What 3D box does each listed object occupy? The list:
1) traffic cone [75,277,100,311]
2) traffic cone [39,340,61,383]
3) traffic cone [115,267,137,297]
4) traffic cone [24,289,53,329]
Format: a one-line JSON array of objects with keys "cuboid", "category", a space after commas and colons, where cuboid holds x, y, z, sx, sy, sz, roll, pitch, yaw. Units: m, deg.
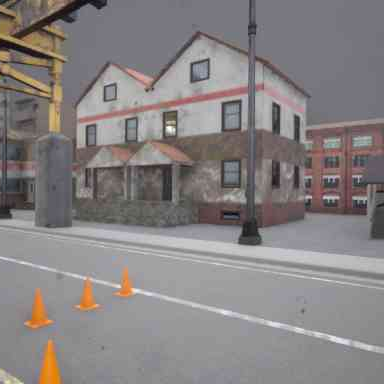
[{"cuboid": [-2.036, 1.949, 6.489, 0.340, 0.580, 0.340, 0, 0, 36], "category": "traffic cone"}, {"cuboid": [-1.582, 1.952, 3.697, 0.340, 0.580, 0.340, 0, 0, 36], "category": "traffic cone"}, {"cuboid": [-1.451, 1.949, 7.300, 0.340, 0.580, 0.340, 0, 0, 36], "category": "traffic cone"}, {"cuboid": [-2.620, 1.949, 5.678, 0.340, 0.580, 0.340, 0, 0, 36], "category": "traffic cone"}]
